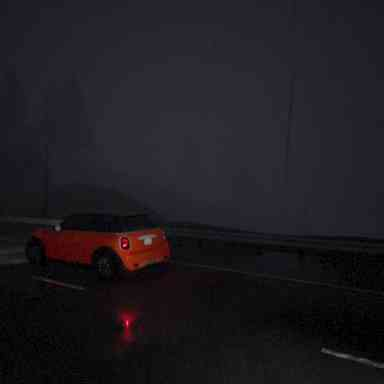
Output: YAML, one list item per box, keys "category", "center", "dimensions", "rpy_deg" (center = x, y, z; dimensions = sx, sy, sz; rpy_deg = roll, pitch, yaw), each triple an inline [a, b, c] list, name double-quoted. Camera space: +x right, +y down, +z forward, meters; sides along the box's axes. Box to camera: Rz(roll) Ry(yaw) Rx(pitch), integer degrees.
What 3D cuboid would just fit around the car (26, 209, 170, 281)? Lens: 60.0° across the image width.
- category: "car"
  center: [-2.950, 1.330, 10.010]
  dimensions: [4.553, 1.767, 2.097]
  rpy_deg: [0, 0, 33]
